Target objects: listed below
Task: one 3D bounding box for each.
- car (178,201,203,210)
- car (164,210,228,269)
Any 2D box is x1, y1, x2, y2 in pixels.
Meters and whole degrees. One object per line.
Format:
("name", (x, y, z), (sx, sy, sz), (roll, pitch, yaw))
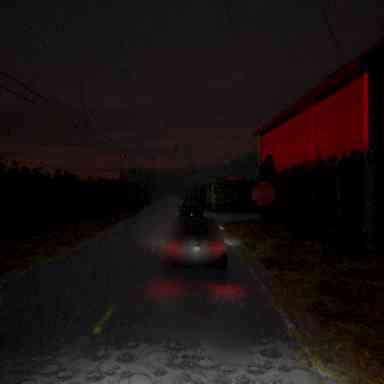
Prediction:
("car", (-0.100, 1.501, 27.197), (2.128, 1.511, 4.902), (0, 0, -1))
("car", (0.126, 1.551, 11.103), (2.033, 1.411, 5.357), (0, 0, 1))
